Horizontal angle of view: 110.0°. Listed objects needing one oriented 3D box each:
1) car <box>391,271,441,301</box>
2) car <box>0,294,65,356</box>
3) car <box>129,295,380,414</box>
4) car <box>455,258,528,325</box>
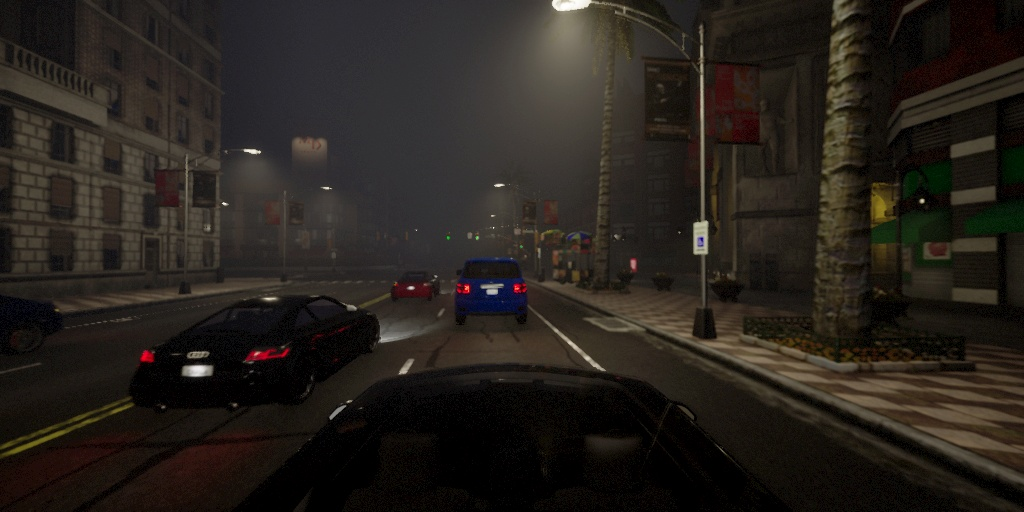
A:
[{"bbox_3d":[-4.866,1.476,18.558,1.994,1.385,4.181,0,-1,-6],"label":"car"},{"bbox_3d":[-10.883,1.323,6.106,1.812,1.442,4.674,0,-1,-4],"label":"car"},{"bbox_3d":[-3.840,1.359,6.274,1.994,1.385,4.181,0,-1,-3],"label":"car"},{"bbox_3d":[-0.757,1.077,12.475,2.150,2.045,5.566,0,0,-5],"label":"car"}]
